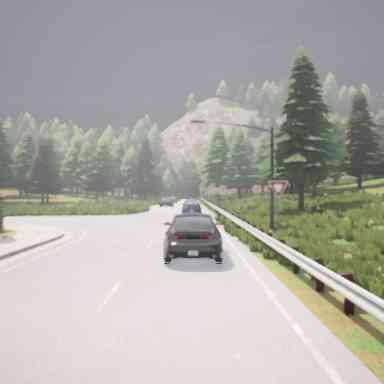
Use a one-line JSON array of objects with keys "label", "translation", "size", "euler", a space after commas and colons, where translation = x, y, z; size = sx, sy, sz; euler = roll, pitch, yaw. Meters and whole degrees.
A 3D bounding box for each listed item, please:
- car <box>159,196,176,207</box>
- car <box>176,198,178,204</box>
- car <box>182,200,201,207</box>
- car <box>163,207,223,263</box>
[{"label": "car", "translation": [-3.794, 1.457, 49.558], "size": [1.882, 1.535, 5.008], "euler": [0, 0, 0]}, {"label": "car", "translation": [-3.809, 1.498, 64.666], "size": [1.812, 1.442, 4.674], "euler": [0, 0, 0]}, {"label": "car", "translation": [-0.043, 1.511, 32.825], "size": [1.812, 1.442, 4.674], "euler": [0, 0, 0]}, {"label": "car", "translation": [0.032, 1.499, 11.882], "size": [1.837, 1.490, 4.892], "euler": [0, 0, 0]}]
